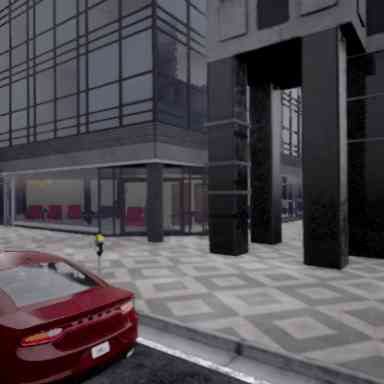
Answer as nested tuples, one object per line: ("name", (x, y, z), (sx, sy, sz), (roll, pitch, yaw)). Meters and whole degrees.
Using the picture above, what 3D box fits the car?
("car", (-2.789, 1.546, 4.846), (4.507, 1.381, 1.887), (0, -1, 35))
